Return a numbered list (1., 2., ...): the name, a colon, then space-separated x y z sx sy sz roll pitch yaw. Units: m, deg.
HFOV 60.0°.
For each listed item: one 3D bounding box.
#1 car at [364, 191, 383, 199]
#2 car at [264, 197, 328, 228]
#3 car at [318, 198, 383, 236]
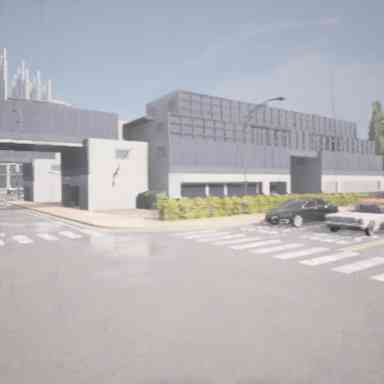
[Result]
1. car: 13.627 0.708 23.836 4.553 1.767 2.097 -2 1 -36
2. car: 6.160 1.066 18.566 4.892 1.490 1.837 -2 1 -34
3. car: 8.268 1.185 15.666 4.718 1.301 1.895 -2 1 -37
